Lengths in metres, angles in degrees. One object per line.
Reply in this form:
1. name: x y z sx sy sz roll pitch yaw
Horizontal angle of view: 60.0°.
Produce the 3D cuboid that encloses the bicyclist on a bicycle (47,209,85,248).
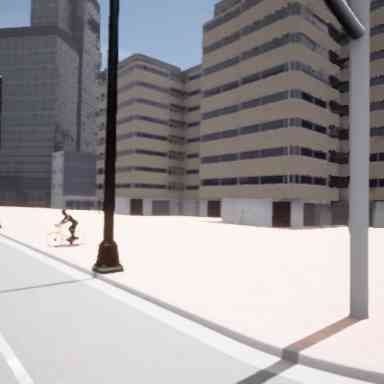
1. bicyclist on a bicycle: -5.464 1.588 14.523 1.656 1.620 0.582 2 -2 -40
